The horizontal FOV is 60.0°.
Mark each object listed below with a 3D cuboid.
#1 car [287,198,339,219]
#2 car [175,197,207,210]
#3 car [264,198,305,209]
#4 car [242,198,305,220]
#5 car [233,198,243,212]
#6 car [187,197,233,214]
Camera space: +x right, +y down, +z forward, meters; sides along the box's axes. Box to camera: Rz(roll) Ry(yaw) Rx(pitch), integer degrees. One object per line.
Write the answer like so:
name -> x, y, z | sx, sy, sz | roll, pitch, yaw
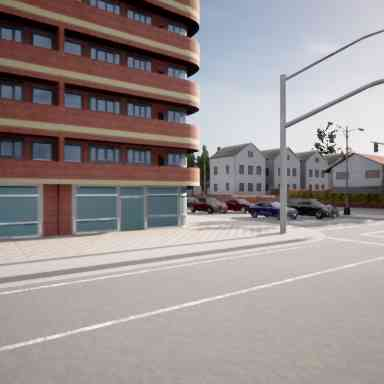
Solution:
car -> 10.419, 1.352, 29.056 | 2.097, 1.767, 4.553 | 0, 0, -35
car -> -0.212, 1.505, 44.422 | 1.837, 1.490, 4.892 | 0, 0, -35
car -> 12.768, 1.547, 46.199 | 2.033, 1.411, 5.357 | 0, 0, -35
car -> 6.784, 1.525, 28.163 | 1.812, 1.442, 4.674 | 0, 0, -35
car -> 5.169, 1.477, 36.632 | 1.882, 1.535, 5.008 | 0, 0, -35
car -> 1.790, 1.352, 35.361 | 2.097, 1.767, 4.553 | 0, 0, -34
